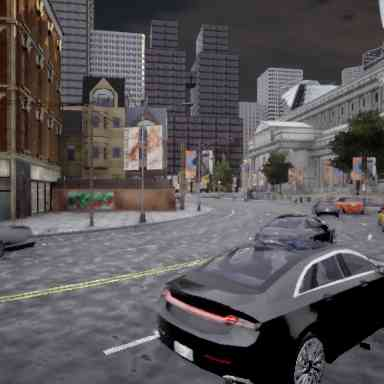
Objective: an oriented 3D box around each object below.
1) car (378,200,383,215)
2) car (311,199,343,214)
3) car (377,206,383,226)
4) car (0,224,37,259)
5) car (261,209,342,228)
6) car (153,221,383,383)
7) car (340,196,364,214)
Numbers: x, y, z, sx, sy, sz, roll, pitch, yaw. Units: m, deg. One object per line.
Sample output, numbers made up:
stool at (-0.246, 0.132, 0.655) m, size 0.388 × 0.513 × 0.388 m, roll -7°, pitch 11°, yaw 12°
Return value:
car at (19.098, 1.507, 30.595) m, size 2.002 × 1.452 × 4.674 m, roll 0°, pitch 0°, yaw 11°
car at (12.388, 1.546, 31.198) m, size 1.994 × 1.385 × 4.181 m, roll 0°, pitch 0°, yaw 13°
car at (12.004, 1.449, 19.439) m, size 1.801 × 1.575 × 5.366 m, roll 0°, pitch 0°, yaw 26°
car at (-7.975, 1.534, 10.662) m, size 5.357 × 1.411 × 2.033 m, roll 0°, pitch 0°, yaw -35°
car at (4.060, 1.556, 12.795) m, size 1.994 × 1.385 × 4.181 m, roll 0°, pitch 0°, yaw 39°
car at (1.731, 1.489, 5.170) m, size 4.902 × 1.511 × 2.128 m, roll 0°, pitch 0°, yaw -41°
car at (16.659, 1.333, 35.748) m, size 2.097 × 1.767 × 4.553 m, roll 0°, pitch 0°, yaw 8°
